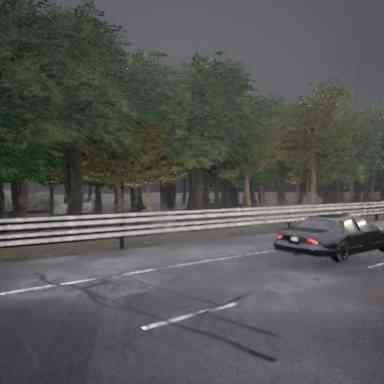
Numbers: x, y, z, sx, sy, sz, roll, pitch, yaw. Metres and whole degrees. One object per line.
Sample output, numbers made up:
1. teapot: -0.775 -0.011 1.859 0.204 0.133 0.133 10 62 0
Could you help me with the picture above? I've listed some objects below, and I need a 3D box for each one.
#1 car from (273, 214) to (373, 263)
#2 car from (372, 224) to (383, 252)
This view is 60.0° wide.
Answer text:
1. car: 5.224 1.495 11.771 5.357 1.411 2.033 0 0 -36
2. car: 7.287 1.495 8.943 5.357 1.411 2.033 0 0 -36
